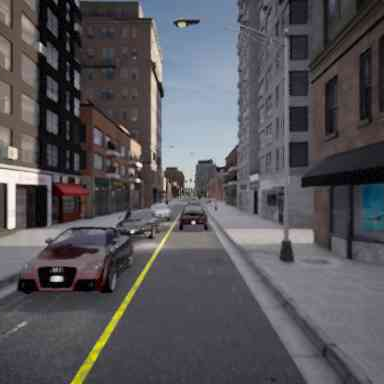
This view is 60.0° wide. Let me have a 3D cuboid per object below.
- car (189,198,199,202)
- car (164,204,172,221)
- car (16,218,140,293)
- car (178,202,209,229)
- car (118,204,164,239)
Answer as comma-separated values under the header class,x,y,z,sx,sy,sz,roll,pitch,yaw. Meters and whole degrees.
class,x,y,z,sx,sy,sz,roll,pitch,yaw
car,0.305,1.876,45.515,1.837,1.490,4.892,0,-1,1
car,-2.797,1.757,29.363,1.812,1.442,4.674,0,-1,1
car,-2.803,1.631,8.895,1.994,1.385,4.181,0,0,0
car,0.098,1.686,23.298,1.837,1.490,4.892,0,0,0
car,-2.800,1.642,18.170,1.837,1.490,4.892,0,0,0
